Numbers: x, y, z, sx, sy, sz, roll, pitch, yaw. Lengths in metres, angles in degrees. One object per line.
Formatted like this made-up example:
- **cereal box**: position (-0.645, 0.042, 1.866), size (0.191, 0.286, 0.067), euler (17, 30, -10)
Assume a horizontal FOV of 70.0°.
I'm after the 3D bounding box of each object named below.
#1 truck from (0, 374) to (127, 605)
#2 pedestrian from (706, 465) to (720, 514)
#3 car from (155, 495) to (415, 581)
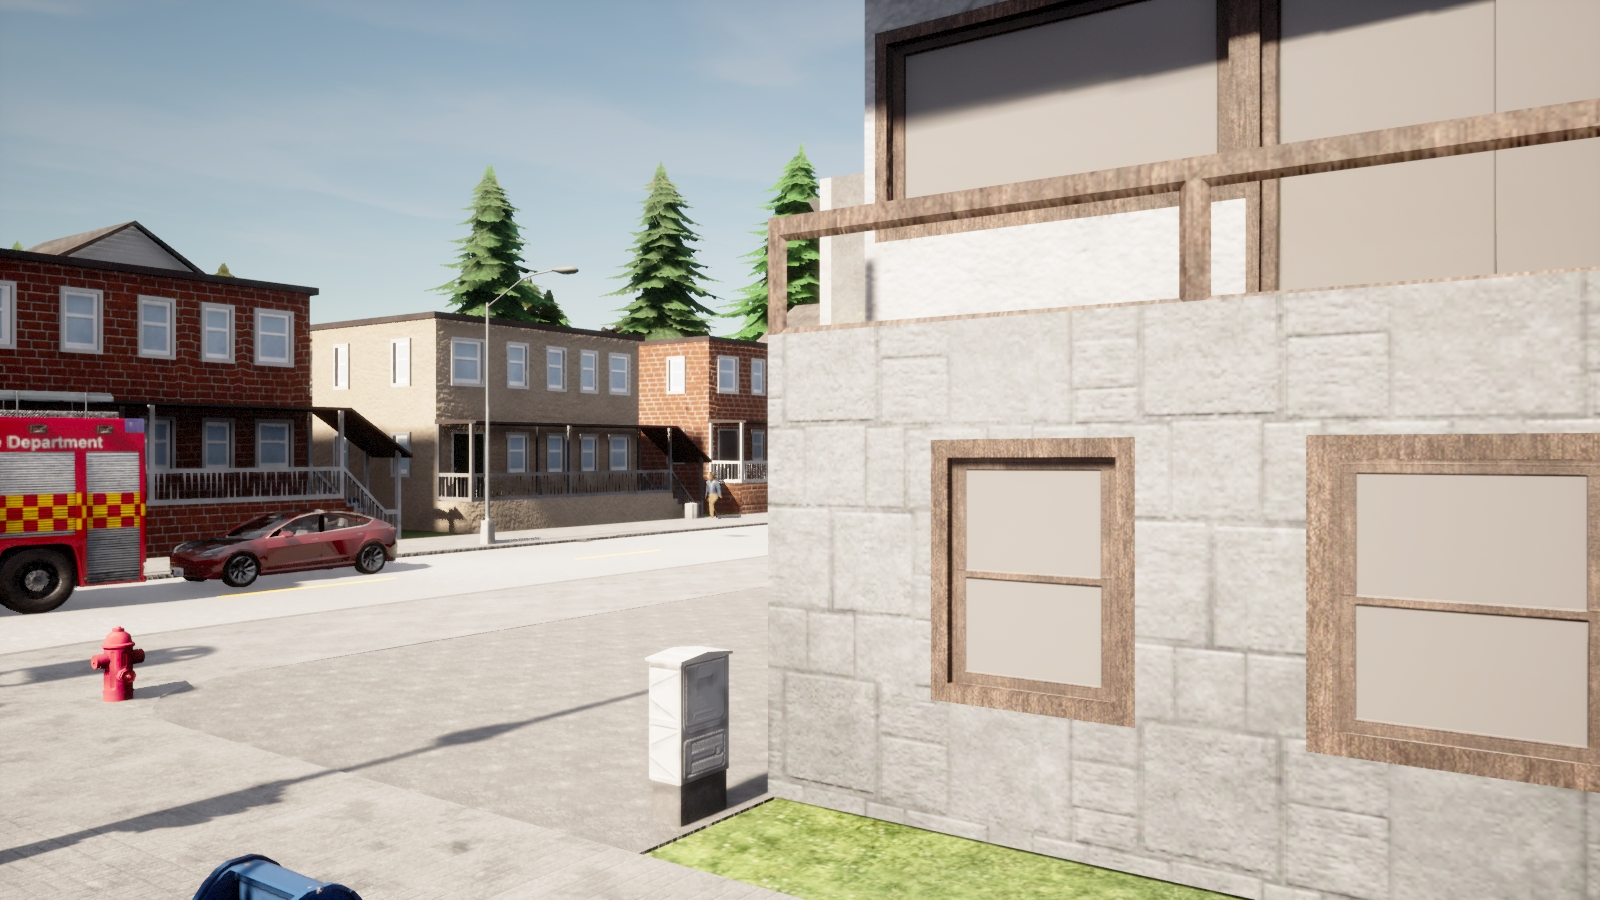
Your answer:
- **truck**: position (-15.936, 0.669, 18.228), size (2.891, 3.827, 8.468), euler (0, 0, 42)
- **pedestrian**: position (-3.379, 1.524, 44.323), size (0.375, 1.860, 0.375), euler (0, 0, 35)
- **car**: position (-11.182, 1.843, 25.158), size (2.163, 1.488, 4.792), euler (0, 0, 35)
